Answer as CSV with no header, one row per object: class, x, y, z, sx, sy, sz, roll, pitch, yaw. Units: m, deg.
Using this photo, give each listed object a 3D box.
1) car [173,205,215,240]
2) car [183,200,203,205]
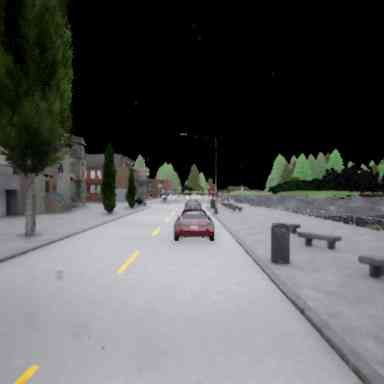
car,0.105,1.561,16.987,1.994,1.385,4.181,0,0,0
car,0.109,1.541,34.093,2.033,1.411,5.357,0,0,0
